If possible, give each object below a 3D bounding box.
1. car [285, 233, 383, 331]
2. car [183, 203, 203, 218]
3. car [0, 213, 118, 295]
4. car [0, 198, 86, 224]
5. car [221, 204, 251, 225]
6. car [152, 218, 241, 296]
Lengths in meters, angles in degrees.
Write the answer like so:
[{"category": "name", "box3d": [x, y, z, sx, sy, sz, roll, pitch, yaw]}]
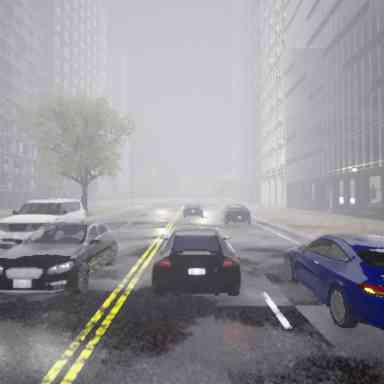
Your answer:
[{"category": "car", "box3d": [3.352, 1.578, 6.893, 1.812, 1.442, 4.674, 0, 0, 0]}, {"category": "car", "box3d": [0.126, 1.814, 33.570, 1.994, 1.385, 4.181, 0, 0, 0]}, {"category": "car", "box3d": [-3.343, 1.559, 9.011, 2.128, 1.511, 4.902, 0, 0, 0]}, {"category": "car", "box3d": [-6.589, 1.335, 15.235, 2.150, 2.045, 5.566, 0, 0, 0]}, {"category": "car", "box3d": [3.370, 1.672, 26.111, 1.882, 1.535, 5.008, 0, 0, 0]}, {"category": "car", "box3d": [0.104, 1.631, 8.885, 1.994, 1.385, 4.181, 0, 0, 0]}]
